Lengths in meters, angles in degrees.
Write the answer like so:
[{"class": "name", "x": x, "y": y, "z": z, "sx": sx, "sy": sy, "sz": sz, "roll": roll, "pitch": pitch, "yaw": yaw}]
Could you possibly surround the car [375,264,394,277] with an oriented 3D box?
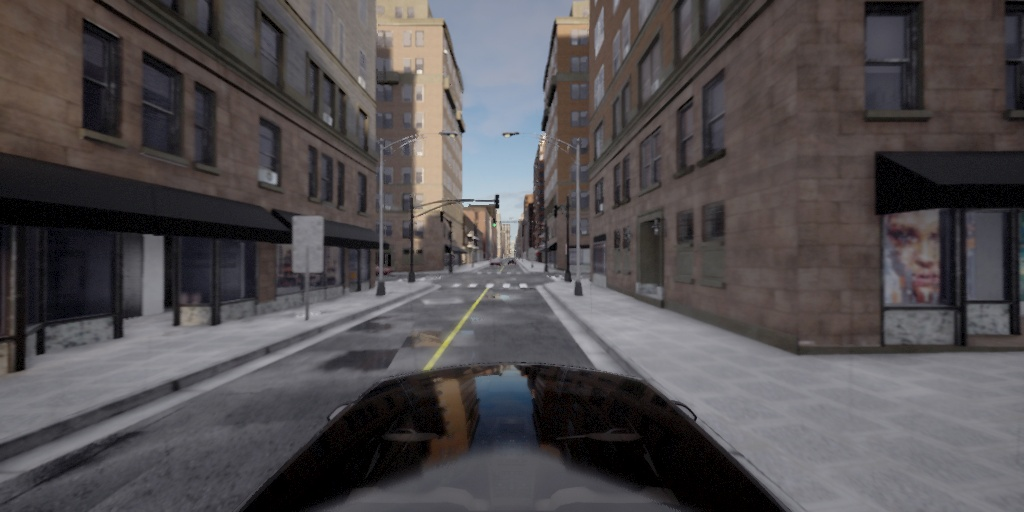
[{"class": "car", "x": -14.574, "y": 1.511, "z": 37.529, "sx": 4.207, "sy": 1.307, "sz": 1.802, "roll": 0, "pitch": 0, "yaw": 0}]
